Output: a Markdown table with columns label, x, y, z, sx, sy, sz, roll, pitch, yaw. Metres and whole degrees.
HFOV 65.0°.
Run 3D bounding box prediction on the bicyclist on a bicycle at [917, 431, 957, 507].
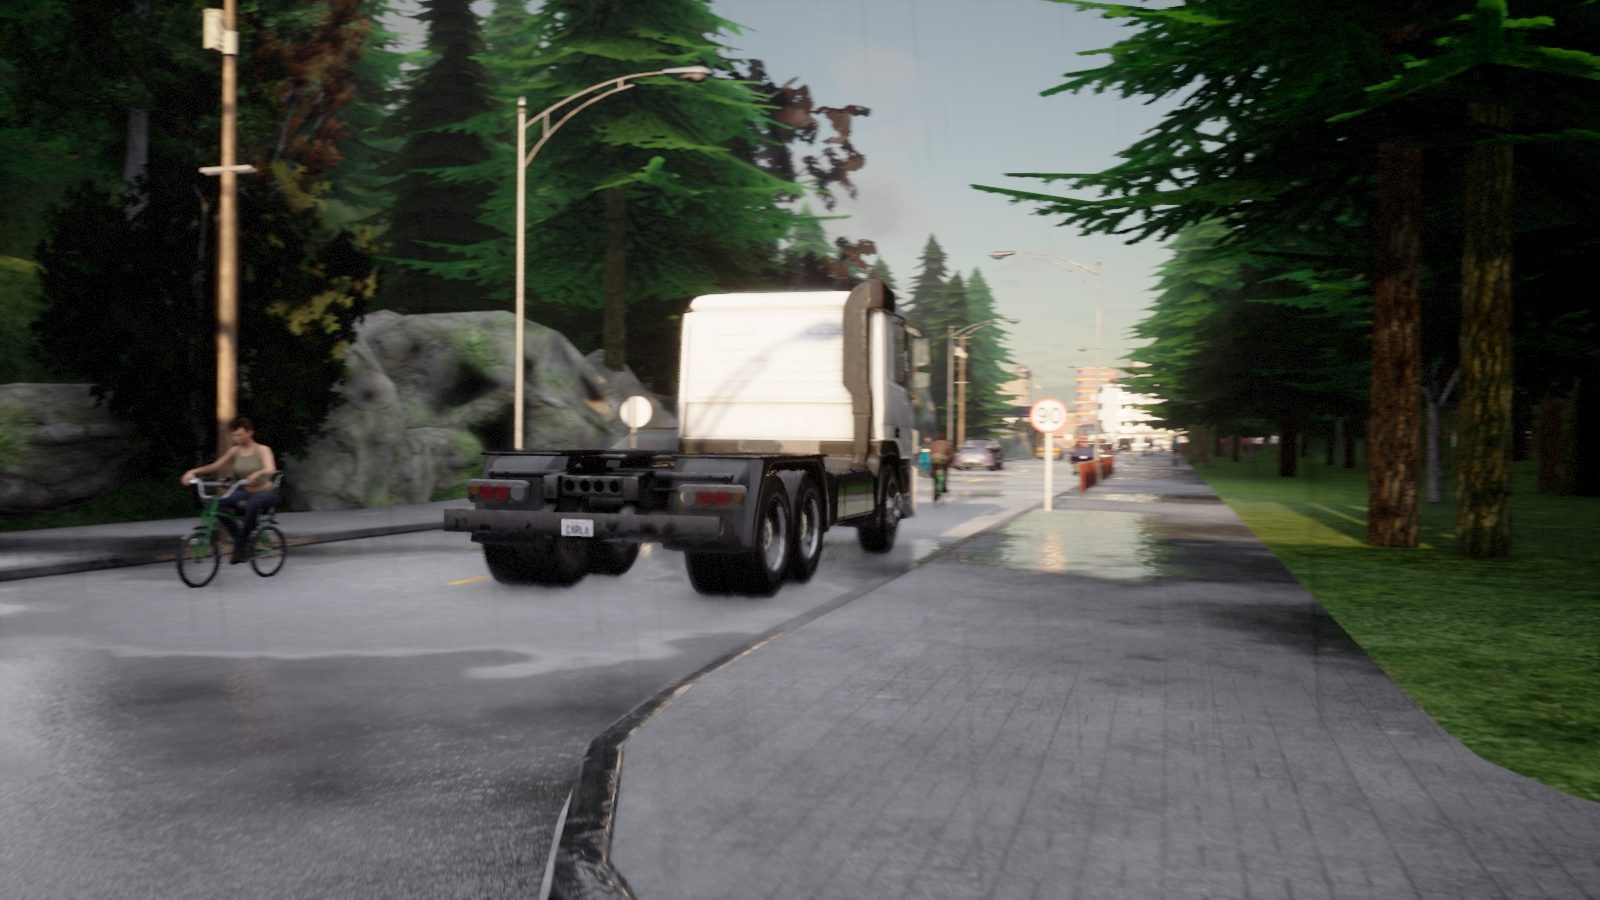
| label | x | y | z | sx | sy | sz | roll | pitch | yaw |
| --- | --- | --- | --- | --- | --- | --- | --- | --- | --- |
| bicyclist on a bicycle | 3.017 | 0.406 | 27.551 | 0.582 | 1.620 | 1.656 | 0 | 0 | 16 |

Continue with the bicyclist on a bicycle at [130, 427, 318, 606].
| label | x | y | z | sx | sy | sz | roll | pitch | yaw |
| --- | --- | --- | --- | --- | --- | --- | --- | --- | --- |
| bicyclist on a bicycle | -5.530 | 0.590 | 12.154 | 0.866 | 1.612 | 1.509 | 0 | 1 | 15 |

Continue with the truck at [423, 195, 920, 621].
| label | x | y | z | sx | sy | sz | roll | pitch | yaw |
| --- | --- | --- | --- | --- | --- | --- | --- | --- | --- |
| truck | -0.798 | -0.380 | 14.421 | 2.891 | 3.462 | 7.936 | 0 | 1 | 16 |

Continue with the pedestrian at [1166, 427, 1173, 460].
| label | x | y | z | sx | sy | sz | roll | pitch | yaw |
| --- | --- | --- | --- | --- | --- | --- | --- | --- | --- |
| pedestrian | 21.922 | -0.402 | 74.456 | 0.396 | 1.930 | 0.692 | 0 | 1 | 16 |

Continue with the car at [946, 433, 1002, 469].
| label | x | y | z | sx | sy | sz | roll | pitch | yaw |
| --- | --- | --- | --- | --- | --- | --- | --- | --- | --- |
| car | 8.555 | 0.026 | 61.441 | 2.033 | 1.649 | 4.856 | 0 | 1 | 16 |

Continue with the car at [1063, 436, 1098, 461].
| label | x | y | z | sx | sy | sz | roll | pitch | yaw |
| --- | --- | --- | --- | --- | --- | --- | --- | --- | --- |
| car | 17.121 | -0.087 | 76.649 | 1.845 | 1.501 | 3.633 | 0 | 1 | 16 |

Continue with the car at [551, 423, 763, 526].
| label | x | y | z | sx | sy | sz | roll | pitch | yaw |
| --- | --- | --- | --- | --- | --- | --- | --- | --- | --- |
| car | -2.451 | 0.376 | 22.958 | 2.242 | 1.667 | 4.611 | 0 | 1 | 16 |

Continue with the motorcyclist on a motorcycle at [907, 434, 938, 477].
| label | x | y | z | sx | sy | sz | roll | pitch | yaw |
| --- | --- | --- | --- | --- | --- | --- | --- | --- | --- |
| motorcyclist on a motorcycle | 4.707 | 0.202 | 48.086 | 0.866 | 1.590 | 1.817 | 0 | 1 | 16 |

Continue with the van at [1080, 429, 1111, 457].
| label | x | y | z | sx | sy | sz | roll | pitch | yaw |
| --- | --- | --- | --- | --- | --- | --- | --- | --- | --- |
| van | 22.178 | -0.573 | 94.125 | 2.069 | 2.038 | 4.480 | 0 | 1 | 16 |
